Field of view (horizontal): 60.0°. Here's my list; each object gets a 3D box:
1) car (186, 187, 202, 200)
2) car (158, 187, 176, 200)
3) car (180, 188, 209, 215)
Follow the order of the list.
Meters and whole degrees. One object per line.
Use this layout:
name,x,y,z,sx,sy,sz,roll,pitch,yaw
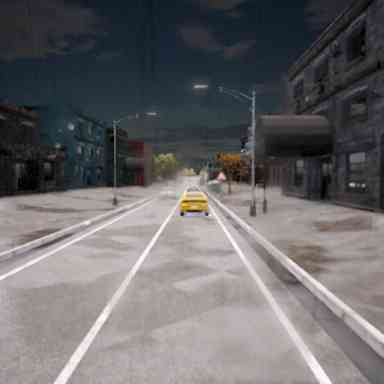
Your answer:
car,0.225,0.138,41.951,1.994,1.385,4.181,0,2,0
car,-2.965,0.147,40.719,1.812,1.442,4.674,0,2,0
car,0.169,0.717,23.570,1.882,1.535,5.008,0,2,0
